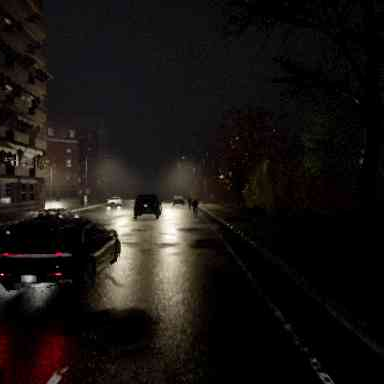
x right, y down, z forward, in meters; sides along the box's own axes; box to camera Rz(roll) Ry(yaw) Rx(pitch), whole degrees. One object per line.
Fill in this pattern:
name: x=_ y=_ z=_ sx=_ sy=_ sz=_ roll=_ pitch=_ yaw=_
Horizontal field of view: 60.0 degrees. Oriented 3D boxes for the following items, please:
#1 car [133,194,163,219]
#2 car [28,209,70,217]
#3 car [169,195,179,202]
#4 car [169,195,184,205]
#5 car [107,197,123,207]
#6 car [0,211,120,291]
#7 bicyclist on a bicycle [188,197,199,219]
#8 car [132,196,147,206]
car: x=-3.834 y=1.201 z=29.396 sx=2.150 sy=2.045 sz=5.566 roll=0 pitch=0 yaw=-2
car: x=-6.821 y=1.540 z=16.032 sx=2.033 sy=1.411 sz=5.357 roll=0 pitch=0 yaw=-1
car: x=-4.074 y=1.405 z=74.209 sx=1.882 sy=1.535 sz=5.008 roll=0 pitch=0 yaw=-7
car: x=-2.298 y=1.441 z=56.203 sx=2.128 sy=1.511 sz=4.902 roll=0 pitch=0 yaw=-4
car: x=-11.825 y=1.492 z=51.252 sx=1.812 sy=1.442 sz=4.674 roll=0 pitch=0 yaw=-4
car: x=-3.242 y=1.487 z=8.970 sx=2.128 sy=1.511 sz=4.902 roll=0 pitch=0 yaw=-1
bicyclist on a bicycle: x=0.278 y=1.348 z=27.879 sx=0.659 sy=1.776 sz=1.843 roll=0 pitch=0 yaw=-2
car: x=-8.985 y=1.504 z=56.981 sx=2.033 sy=1.411 sz=5.357 roll=0 pitch=0 yaw=-4
